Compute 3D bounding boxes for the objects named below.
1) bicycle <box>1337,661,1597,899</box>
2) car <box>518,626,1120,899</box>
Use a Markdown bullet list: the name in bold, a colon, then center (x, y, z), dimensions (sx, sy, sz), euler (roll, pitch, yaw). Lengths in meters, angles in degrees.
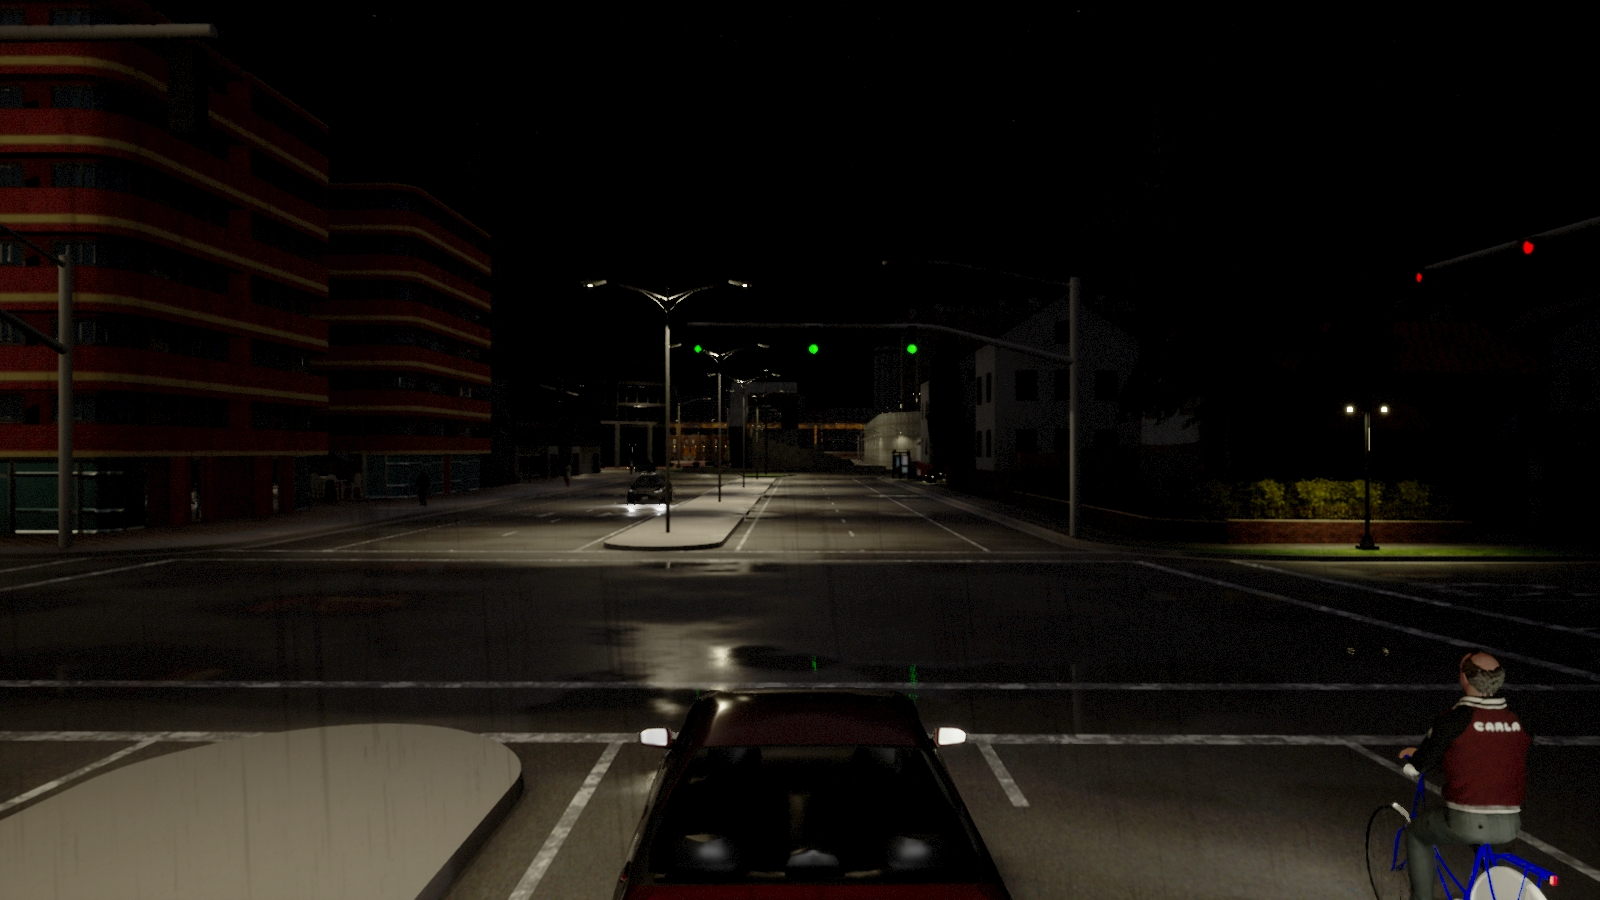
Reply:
- **bicycle**: center (3.489, 2.054, 6.154), dimensions (0.329, 1.496, 1.835), euler (0, 0, 0)
- **car**: center (0.035, 2.045, 6.064), dimensions (2.007, 1.525, 4.514), euler (0, 0, -1)
